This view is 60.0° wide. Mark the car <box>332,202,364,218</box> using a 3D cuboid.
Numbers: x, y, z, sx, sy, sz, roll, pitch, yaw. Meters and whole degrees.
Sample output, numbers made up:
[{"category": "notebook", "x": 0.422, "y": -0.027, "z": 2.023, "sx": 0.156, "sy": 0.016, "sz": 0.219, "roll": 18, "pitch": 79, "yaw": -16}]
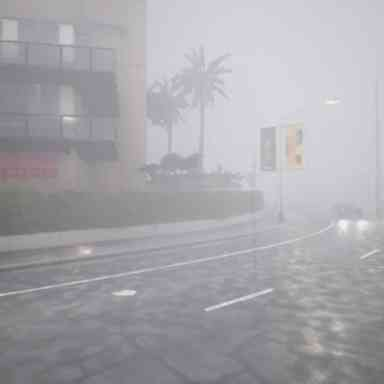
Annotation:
[{"category": "car", "x": 13.991, "y": 1.570, "z": 30.014, "sx": 1.895, "sy": 1.301, "sz": 4.718, "roll": 0, "pitch": 0, "yaw": 14}]

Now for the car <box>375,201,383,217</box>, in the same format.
[{"category": "car", "x": 17.081, "y": 1.437, "z": 28.213, "sx": 1.882, "sy": 1.535, "sz": 5.008, "roll": 0, "pitch": 0, "yaw": 16}]
